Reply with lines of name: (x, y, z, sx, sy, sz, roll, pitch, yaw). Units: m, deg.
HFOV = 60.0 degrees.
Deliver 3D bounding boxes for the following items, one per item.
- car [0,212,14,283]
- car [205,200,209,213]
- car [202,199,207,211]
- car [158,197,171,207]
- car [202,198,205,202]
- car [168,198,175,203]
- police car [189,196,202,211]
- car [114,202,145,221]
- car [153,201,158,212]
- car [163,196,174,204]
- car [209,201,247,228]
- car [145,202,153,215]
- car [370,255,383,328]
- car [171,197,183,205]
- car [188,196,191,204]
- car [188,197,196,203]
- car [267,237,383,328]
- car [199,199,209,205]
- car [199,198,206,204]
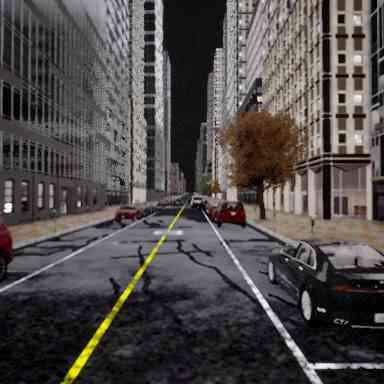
car: (-5.786, 1.382, 7.020, 2.192, 1.841, 5.009, 0, -1, 0)
car: (2.686, 1.860, 35.389, 1.887, 1.381, 4.507, 0, 0, 0)
car: (2.684, 1.912, 41.063, 2.008, 1.369, 4.403, 0, 0, 0)
car: (-5.702, 2.078, 63.771, 1.887, 1.381, 4.507, 0, 0, 0)
car: (2.683, 1.933, 46.910, 1.752, 1.417, 4.829, 0, 0, 0)
car: (-5.709, 2.306, 92.148, 1.802, 1.307, 4.206, 1, 0, 0)
police car: (0.887, 1.842, 48.086, 1.930, 1.638, 5.238, 0, 0, 0)
car: (-5.693, 1.812, 29.718, 1.887, 1.381, 4.507, 0, 0, 0)
car: (-5.696, 1.912, 41.068, 2.008, 1.369, 4.403, 0, 0, 0)
car: (-5.704, 1.966, 80.800, 2.192, 1.841, 5.009, 0, 0, 0)
car: (2.690, 1.534, 24.043, 2.192, 1.841, 5.009, 0, 0, 0)
car: (-5.695, 1.866, 35.393, 2.008, 1.369, 4.403, 0, 0, 0)
car: (2.825, 1.454, 1.342, 1.967, 1.590, 4.097, 0, -1, 0)
car: (-3.020, 2.105, 70.988, 1.812, 1.442, 4.674, 0, 0, 0)
car: (0.884, 1.717, 58.007, 2.150, 2.045, 5.566, 0, 0, 0)
car: (-0.023, 2.042, 83.458, 1.837, 1.490, 4.892, 0, 0, 0)
car: (2.792, 1.618, 7.019, 2.008, 1.369, 4.403, 0, -1, 0)
car: (2.676, 2.179, 75.113, 1.947, 1.339, 4.313, 0, 0, 0)
car: (2.673, 2.271, 86.462, 1.802, 1.307, 4.206, 1, 0, 0)
